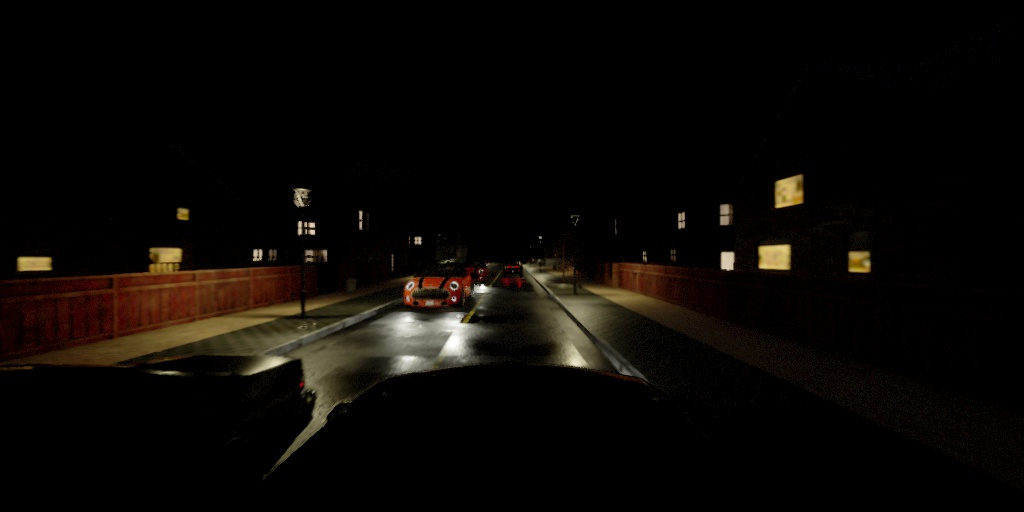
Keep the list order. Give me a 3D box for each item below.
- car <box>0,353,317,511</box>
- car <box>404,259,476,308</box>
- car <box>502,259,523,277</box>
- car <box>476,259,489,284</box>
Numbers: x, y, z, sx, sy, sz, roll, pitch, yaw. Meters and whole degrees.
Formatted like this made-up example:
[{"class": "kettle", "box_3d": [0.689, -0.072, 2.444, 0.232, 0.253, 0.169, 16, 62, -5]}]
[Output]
[{"class": "car", "box_3d": [-2.851, 1.301, 1.188, 2.033, 1.411, 5.357, 0, 0, 0]}, {"class": "car", "box_3d": [-2.852, 1.054, 14.713, 2.097, 1.767, 4.553, 0, 0, 0]}, {"class": "car", "box_3d": [0.088, 1.163, 34.339, 2.128, 1.511, 4.902, 0, 0, 0]}, {"class": "car", "box_3d": [-2.836, 1.034, 25.877, 2.097, 1.767, 4.553, 0, 0, 0]}]
